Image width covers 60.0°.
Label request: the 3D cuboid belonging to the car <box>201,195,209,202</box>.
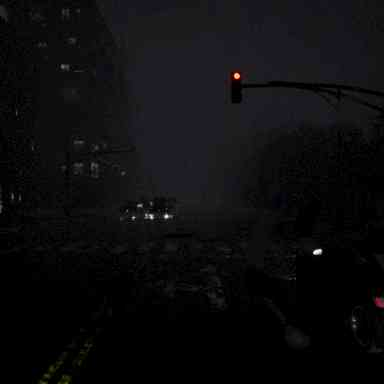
[{"bbox_3d":[3.030,1.510,78.528,1.882,1.535,5.008,0,0,0],"label":"car"}]

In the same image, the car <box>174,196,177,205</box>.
[{"bbox_3d":[-3.471,1.534,45.938,1.812,1.442,4.674,0,0,0],"label":"car"}]

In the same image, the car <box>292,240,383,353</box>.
[{"bbox_3d":[3.334,1.564,6.151,1.994,1.385,4.181,0,0,0],"label":"car"}]

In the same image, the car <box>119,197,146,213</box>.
[{"bbox_3d":[-6.705,1.552,37.116,2.033,1.411,5.357,0,0,0],"label":"car"}]

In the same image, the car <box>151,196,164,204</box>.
[{"bbox_3d":[-6.723,1.513,65.173,2.128,1.511,4.902,0,0,0],"label":"car"}]

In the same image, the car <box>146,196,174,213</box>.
[{"bbox_3d":[-3.452,1.356,36.952,2.097,1.767,4.553,0,0,0],"label":"car"}]

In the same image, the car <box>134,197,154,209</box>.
[{"bbox_3d":[-6.729,1.500,46.894,2.128,1.511,4.902,0,0,0],"label":"car"}]
